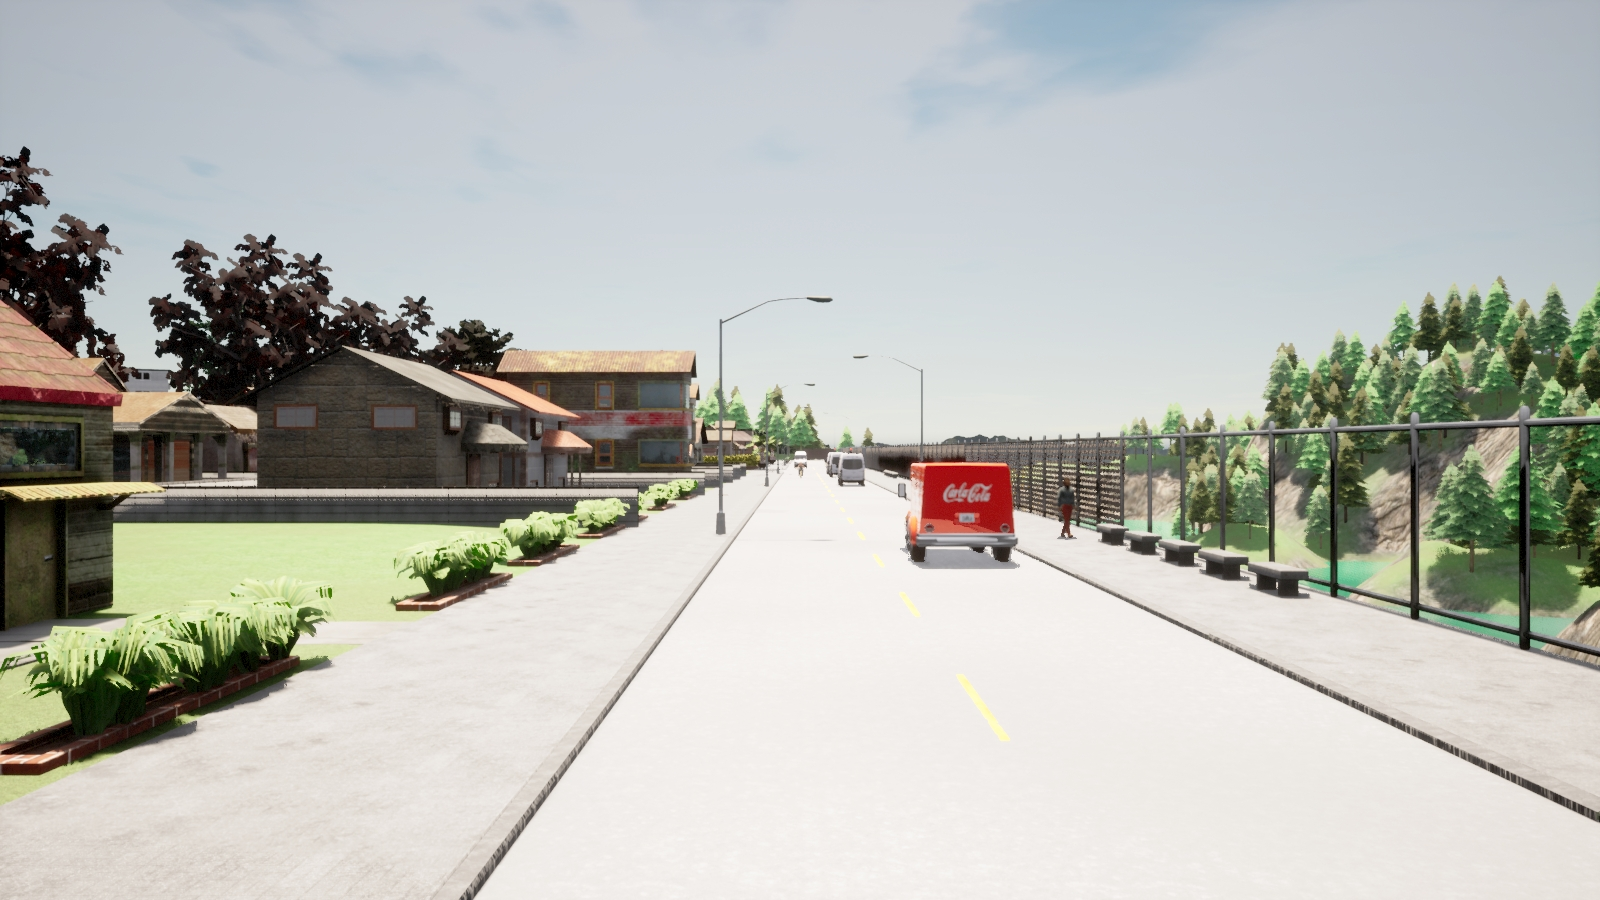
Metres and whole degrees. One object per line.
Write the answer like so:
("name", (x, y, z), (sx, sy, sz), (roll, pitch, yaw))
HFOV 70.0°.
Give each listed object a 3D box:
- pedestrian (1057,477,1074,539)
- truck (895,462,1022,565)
("pedestrian", (8.065, 1.743, 34.709), (0.375, 1.860, 0.375), (0, 0, -13))
("truck", (4.031, 1.559, 30.087), (2.627, 2.467, 5.204), (0, -1, 0))
